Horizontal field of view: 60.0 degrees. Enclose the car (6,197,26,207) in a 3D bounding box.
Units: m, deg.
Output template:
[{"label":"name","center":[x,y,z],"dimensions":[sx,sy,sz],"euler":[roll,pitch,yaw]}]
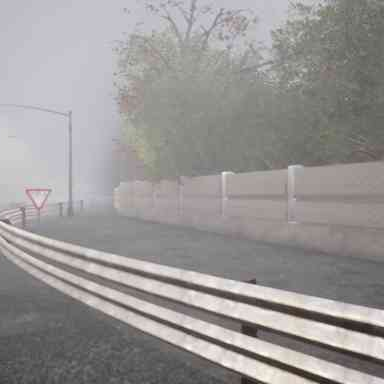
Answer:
[{"label":"car","center":[-29.601,1.941,56.661],"dimensions":[1.895,1.301,4.718],"euler":[0,0,-16]}]
